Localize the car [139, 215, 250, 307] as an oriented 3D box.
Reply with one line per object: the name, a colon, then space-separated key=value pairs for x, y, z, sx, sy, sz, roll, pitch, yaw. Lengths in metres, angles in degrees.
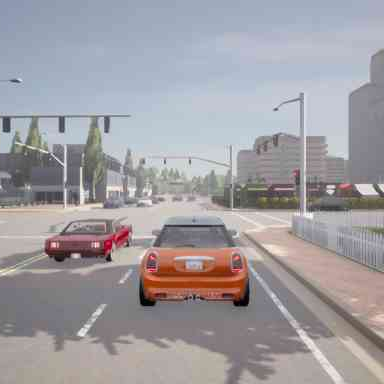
car: x=0.059 y=1.352 z=8.167 sx=2.097 sy=1.767 sz=4.553 roll=0 pitch=0 yaw=0

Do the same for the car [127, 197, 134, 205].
car: x=-10.615 y=1.562 z=57.422 sx=1.994 sy=1.385 sz=4.181 roll=0 pitch=0 yaw=0

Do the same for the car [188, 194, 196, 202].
car: x=-0.046 y=1.531 z=77.503 sx=2.033 sy=1.411 sz=5.357 roll=0 pitch=0 yaw=0

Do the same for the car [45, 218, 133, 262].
car: x=-3.423 y=1.601 z=12.061 sx=1.895 sy=1.301 sz=4.718 roll=0 pitch=0 yaw=0

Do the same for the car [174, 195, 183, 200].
car: x=-3.552 y=1.425 z=87.774 sx=1.994 sy=1.385 sz=4.181 roll=0 pitch=0 yaw=0

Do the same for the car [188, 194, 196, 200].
car: x=-0.052 y=1.398 z=87.778 sx=2.128 sy=1.511 sz=4.902 roll=0 pitch=0 yaw=0

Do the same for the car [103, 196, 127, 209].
car: x=-10.620 y=1.352 z=45.192 sx=2.097 sy=1.767 sz=4.553 roll=0 pitch=0 yaw=0

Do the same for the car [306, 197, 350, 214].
car: x=13.920 y=1.352 z=34.896 sx=4.553 sy=1.767 sz=2.097 roll=0 pitch=0 yaw=-1

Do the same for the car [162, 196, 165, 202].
car: x=-7.044 y=1.595 z=73.981 sx=1.895 sy=1.301 sz=4.718 roll=0 pitch=0 yaw=0

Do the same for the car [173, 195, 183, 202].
car: x=-3.546 y=1.513 z=77.820 sx=1.812 sy=1.442 sz=4.674 roll=0 pitch=0 yaw=0

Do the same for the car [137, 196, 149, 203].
car: x=-10.542 y=1.552 z=71.848 sx=1.994 sy=1.385 sz=4.181 roll=0 pitch=0 yaw=0

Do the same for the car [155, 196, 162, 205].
car: x=-7.102 y=1.505 z=60.384 sx=1.837 sy=1.490 sz=4.892 roll=0 pitch=0 yaw=0

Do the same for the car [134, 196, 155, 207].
car: x=-7.115 y=1.526 z=50.226 sx=1.812 sy=1.442 sz=4.674 roll=0 pitch=0 yaw=0
